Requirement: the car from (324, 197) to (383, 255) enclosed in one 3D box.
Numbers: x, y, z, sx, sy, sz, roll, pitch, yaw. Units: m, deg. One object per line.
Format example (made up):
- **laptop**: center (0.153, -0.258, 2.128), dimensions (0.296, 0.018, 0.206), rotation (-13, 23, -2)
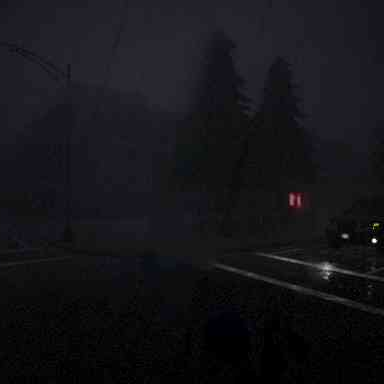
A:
- **car**: center (7.779, 1.248, 13.701), dimensions (5.566, 2.045, 2.150), rotation (0, 0, -36)
